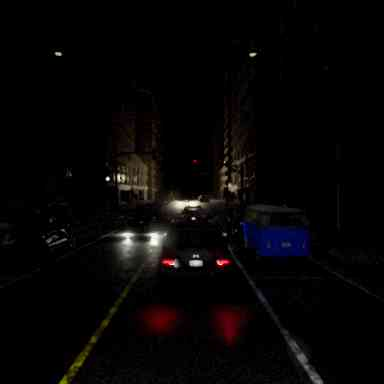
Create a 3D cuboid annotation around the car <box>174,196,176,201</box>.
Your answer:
[{"bbox_3d":[-5.728,1.739,82.804,2.008,1.369,4.403,0,0,0],"label":"car"}]

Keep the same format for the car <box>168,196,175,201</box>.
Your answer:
[{"bbox_3d":[-5.735,1.747,93.536,1.752,1.417,4.829,0,0,0],"label":"car"}]

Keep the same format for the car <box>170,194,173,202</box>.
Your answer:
[{"bbox_3d":[-5.720,1.702,71.903,1.887,1.381,4.507,0,0,0],"label":"car"}]

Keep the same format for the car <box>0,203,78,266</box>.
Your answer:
[{"bbox_3d":[-5.677,1.345,11.862,2.192,1.841,5.009,0,0,0],"label":"car"}]

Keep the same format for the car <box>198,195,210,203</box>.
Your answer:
[{"bbox_3d":[2.804,1.598,71.945,1.967,1.590,4.097,0,0,0],"label":"car"}]

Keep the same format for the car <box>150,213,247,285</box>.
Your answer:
[{"bbox_3d":[0.090,1.573,9.614,2.033,1.411,5.357,0,0,0],"label":"car"}]

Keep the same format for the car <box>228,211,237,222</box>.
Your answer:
[{"bbox_3d":[2.844,1.610,17.568,1.947,1.339,4.313,0,0,0],"label":"car"}]

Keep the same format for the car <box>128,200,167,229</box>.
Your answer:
[{"bbox_3d":[-3.016,1.542,22.303,1.882,1.535,5.008,0,0,0],"label":"car"}]

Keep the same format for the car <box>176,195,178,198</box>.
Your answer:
[{"bbox_3d":[-5.732,1.520,88.256,2.192,1.841,5.009,0,0,0],"label":"car"}]

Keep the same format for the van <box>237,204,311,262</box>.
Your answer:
[{"bbox_3d":[2.847,1.372,11.908,1.690,1.788,3.998,0,0,0],"label":"van"}]

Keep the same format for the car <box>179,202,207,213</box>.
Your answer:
[{"bbox_3d":[0.086,1.618,22.496,1.994,1.385,4.181,0,0,0],"label":"car"}]

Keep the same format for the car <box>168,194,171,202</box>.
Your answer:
[{"bbox_3d":[-5.716,1.688,66.452,1.887,1.381,4.507,0,0,0],"label":"car"}]

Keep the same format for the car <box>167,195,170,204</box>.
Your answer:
[{"bbox_3d":[-5.712,1.681,61.001,2.008,1.369,4.403,0,0,0],"label":"car"}]

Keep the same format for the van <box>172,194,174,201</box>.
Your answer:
[{"bbox_3d":[-5.724,1.514,77.354,1.690,1.788,3.998,0,0,0],"label":"van"}]

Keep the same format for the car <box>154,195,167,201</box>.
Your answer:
[{"bbox_3d":[-5.708,1.643,55.380,1.752,1.417,4.829,0,0,0],"label":"car"}]
